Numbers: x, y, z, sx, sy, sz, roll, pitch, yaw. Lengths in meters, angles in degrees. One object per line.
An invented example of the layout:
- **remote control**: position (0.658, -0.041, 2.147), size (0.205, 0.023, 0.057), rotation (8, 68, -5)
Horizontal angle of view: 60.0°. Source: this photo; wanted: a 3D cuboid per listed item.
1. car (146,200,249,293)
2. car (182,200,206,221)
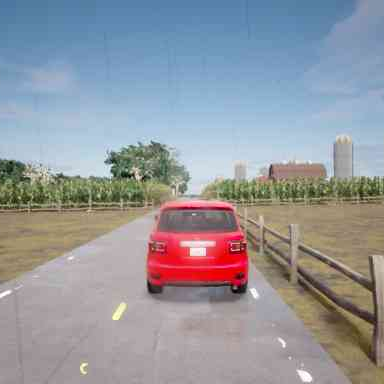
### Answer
- **car**: position (0.117, 1.220, 8.959), size (2.150, 2.045, 5.566), rotation (0, 0, 0)
- **car**: position (0.161, 1.483, 28.126), size (1.837, 1.490, 4.892), rotation (0, 0, 0)
